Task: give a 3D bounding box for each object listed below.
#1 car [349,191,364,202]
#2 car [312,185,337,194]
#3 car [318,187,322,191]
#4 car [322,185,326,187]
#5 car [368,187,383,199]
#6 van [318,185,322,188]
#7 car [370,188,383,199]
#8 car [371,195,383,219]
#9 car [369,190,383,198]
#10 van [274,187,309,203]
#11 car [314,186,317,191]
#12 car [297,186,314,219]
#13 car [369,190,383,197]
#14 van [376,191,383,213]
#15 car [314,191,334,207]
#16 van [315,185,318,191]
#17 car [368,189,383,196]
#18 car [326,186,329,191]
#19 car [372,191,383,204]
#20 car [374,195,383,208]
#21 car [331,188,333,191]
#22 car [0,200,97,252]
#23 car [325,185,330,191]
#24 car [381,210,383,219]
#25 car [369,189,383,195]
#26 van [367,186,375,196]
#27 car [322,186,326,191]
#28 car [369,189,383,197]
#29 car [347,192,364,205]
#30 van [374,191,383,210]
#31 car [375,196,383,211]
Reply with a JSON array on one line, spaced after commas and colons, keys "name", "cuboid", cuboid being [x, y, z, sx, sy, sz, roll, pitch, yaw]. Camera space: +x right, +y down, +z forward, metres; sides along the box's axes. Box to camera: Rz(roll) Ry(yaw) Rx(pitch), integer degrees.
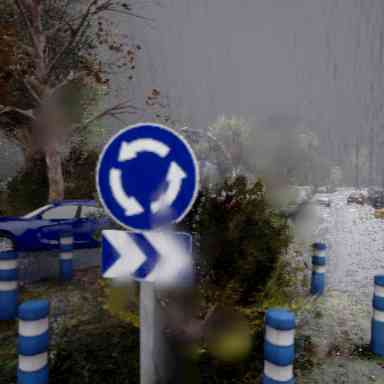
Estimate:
[{"name": "car", "cuboid": [26.425, 0.699, 53.301, 1.994, 1.385, 4.181, 3, 3, 27]}, {"name": "car", "cuboid": [34.515, -0.792, 86.599, 5.566, 2.045, 2.435, 3, 3, 27]}, {"name": "car", "cuboid": [18.980, 0.271, 56.644, 4.892, 1.521, 2.231, 3, 3, 27]}, {"name": "car", "cuboid": [22.795, -0.056, 64.062, 4.553, 1.767, 2.185, 3, 3, 27]}, {"name": "car", "cuboid": [32.745, 0.555, 55.968, 4.553, 1.767, 2.185, 3, 3, 27]}, {"name": "van", "cuboid": [20.187, -0.028, 59.194, 4.442, 1.987, 1.878, 3, 3, 27]}, {"name": "car", "cuboid": [18.527, 1.000, 28.312, 5.566, 2.045, 2.435, 3, 2, 27]}, {"name": "car", "cuboid": [14.441, 1.292, 20.883, 5.366, 1.575, 1.946, 3, 2, 27]}, {"name": "car", "cuboid": [39.281, 0.375, 68.493, 4.792, 1.488, 2.163, 3, 3, 27]}, {"name": "van", "cuboid": [13.908, 0.320, 46.548, 4.442, 1.987, 1.878, 3, 3, 27]}, {"name": "car", "cuboid": [16.365, 0.284, 51.497, 4.553, 1.767, 2.185, 3, 3, 27]}, {"name": "car", "cuboid": [5.948, 0.730, 20.919, 2.150, 2.045, 5.566, 3, 2, 27]}, {"name": "car", "cuboid": [40.550, 0.316, 71.018, 4.674, 1.452, 2.002, 3, 3, 27]}, {"name": "van", "cuboid": [19.693, 1.001, 30.890, 4.442, 1.987, 1.878, 3, 2, 27]}, {"name": "car", "cuboid": [14.813, 0.913, 38.094, 1.812, 1.442, 4.674, 3, 2, 27]}, {"name": "van", "cuboid": [17.590, 0.107, 54.178, 4.442, 1.987, 1.878, 3, 3, 27]}, {"name": "car", "cuboid": [44.451, 0.071, 78.540, 5.008, 1.535, 2.097, 3, 3, 27]}, {"name": "car", "cuboid": [24.119, 0.004, 66.558, 5.008, 1.535, 2.097, 3, 3, 27]}, {"name": "car", "cuboid": [27.555, 0.825, 45.931, 4.553, 1.767, 2.185, 3, 3, 27]}, {"name": "car", "cuboid": [23.680, 1.190, 38.389, 4.674, 1.452, 2.002, 3, 3, 27]}, {"name": "car", "cuboid": [28.066, -0.202, 74.191, 5.008, 1.535, 2.097, 3, 3, 27]}, {"name": "car", "cuboid": [-3.652, 0.982, 9.767, 5.008, 1.535, 1.882, 1, 0, -20]}, {"name": "car", "cuboid": [25.407, -0.064, 69.069, 5.008, 1.535, 2.097, 3, 3, 27]}, {"name": "car", "cuboid": [13.306, 1.361, 18.290, 4.674, 1.452, 2.002, 3, 2, 27]}, {"name": "car", "cuboid": [45.745, 0.040, 81.054, 4.674, 1.452, 2.002, 3, 3, 27]}, {"name": "van", "cuboid": [37.861, 0.181, 66.041, 4.442, 1.987, 1.878, 3, 3, 27]}, {"name": "car", "cuboid": [21.518, 0.138, 61.548, 5.008, 1.535, 2.097, 3, 3, 27]}, {"name": "car", "cuboid": [41.853, 0.249, 73.525, 4.674, 1.452, 2.002, 3, 3, 27]}, {"name": "car", "cuboid": [21.779, 0.980, 44.270, 1.895, 1.301, 4.718, 3, 3, 28]}, {"name": "van", "cuboid": [22.230, 0.963, 35.805, 4.442, 1.987, 1.878, 3, 2, 27]}, {"name": "car", "cuboid": [21.081, 1.254, 33.355, 4.674, 1.452, 2.002, 3, 2, 27]}]
